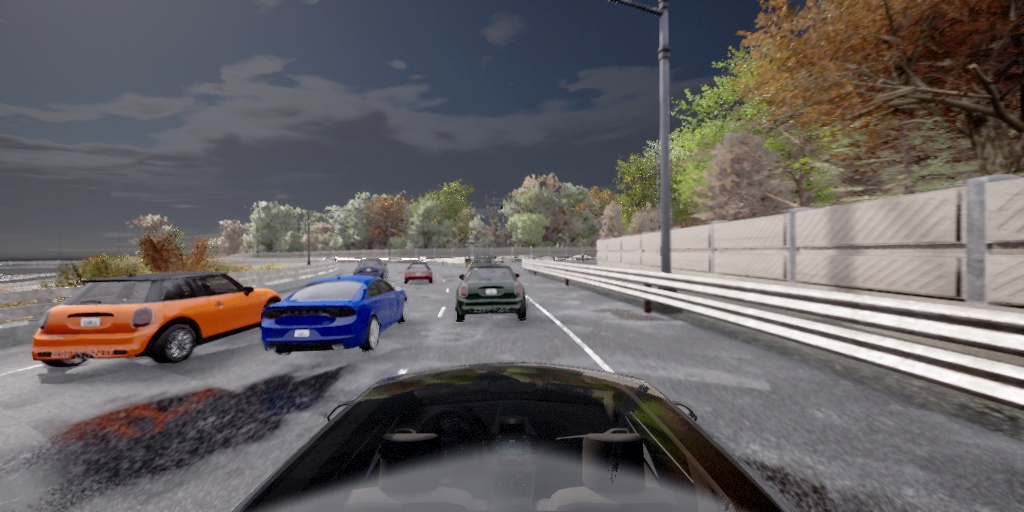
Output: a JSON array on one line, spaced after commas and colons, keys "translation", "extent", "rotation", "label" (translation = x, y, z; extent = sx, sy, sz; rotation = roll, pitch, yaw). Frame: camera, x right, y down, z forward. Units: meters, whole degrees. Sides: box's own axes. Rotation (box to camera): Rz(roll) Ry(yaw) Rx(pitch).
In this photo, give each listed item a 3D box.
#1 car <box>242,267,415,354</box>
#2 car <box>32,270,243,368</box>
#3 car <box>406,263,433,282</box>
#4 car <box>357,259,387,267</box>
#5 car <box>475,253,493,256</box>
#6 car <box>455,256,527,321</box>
[{"translation": [-3.930, 1.216, 8.871], "extent": [1.882, 1.535, 5.008], "rotation": [-1, 0, -4], "label": "car"}, {"translation": [-7.393, 1.138, 8.286], "extent": [2.097, 1.767, 4.553], "rotation": [-1, 0, -4], "label": "car"}, {"translation": [-6.929, 1.190, 26.664], "extent": [1.994, 1.385, 4.181], "rotation": [-1, 0, -14], "label": "car"}, {"translation": [-10.860, 1.016, 27.852], "extent": [2.097, 1.767, 4.553], "rotation": [-1, 0, -15], "label": "car"}, {"translation": [-2.837, 0.704, 37.726], "extent": [2.150, 2.045, 5.566], "rotation": [-1, 1, 0], "label": "car"}, {"translation": [-0.764, 1.022, 12.325], "extent": [2.097, 1.767, 4.553], "rotation": [-1, 0, -5], "label": "car"}]
